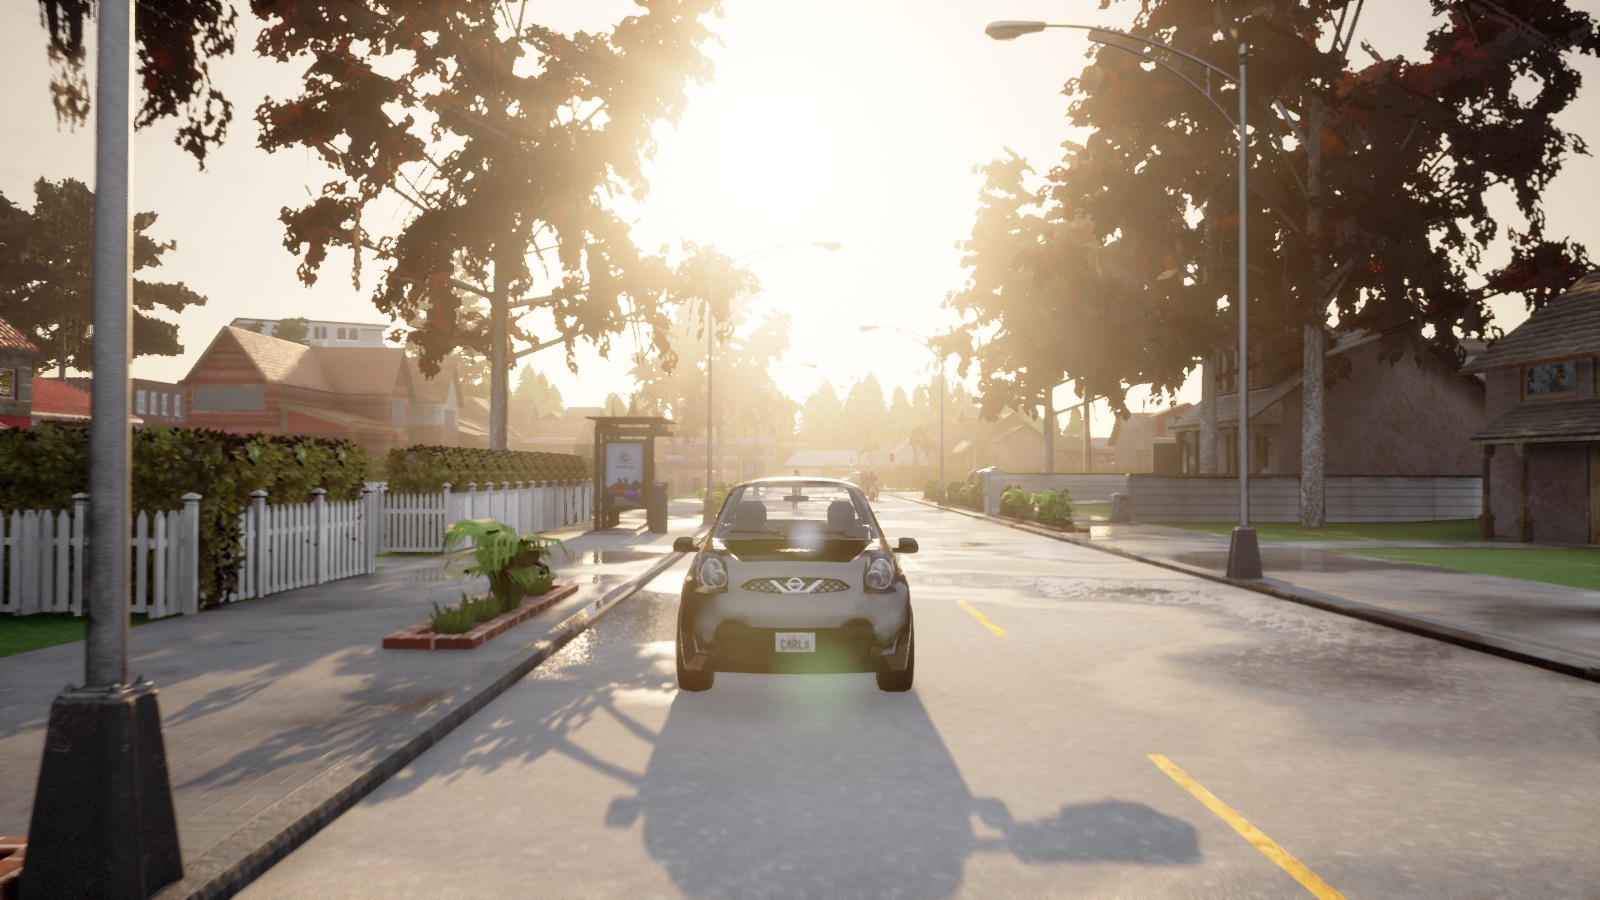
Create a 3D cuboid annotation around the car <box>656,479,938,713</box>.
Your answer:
[{"bbox_3d":[-0.025,0.997,10.052,1.845,1.501,3.633,0,-1,0],"label":"car"}]

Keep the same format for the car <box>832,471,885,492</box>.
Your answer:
[{"bbox_3d":[4.466,2.378,95.757,3.705,1.549,1.789,0,-2,-30],"label":"car"}]
